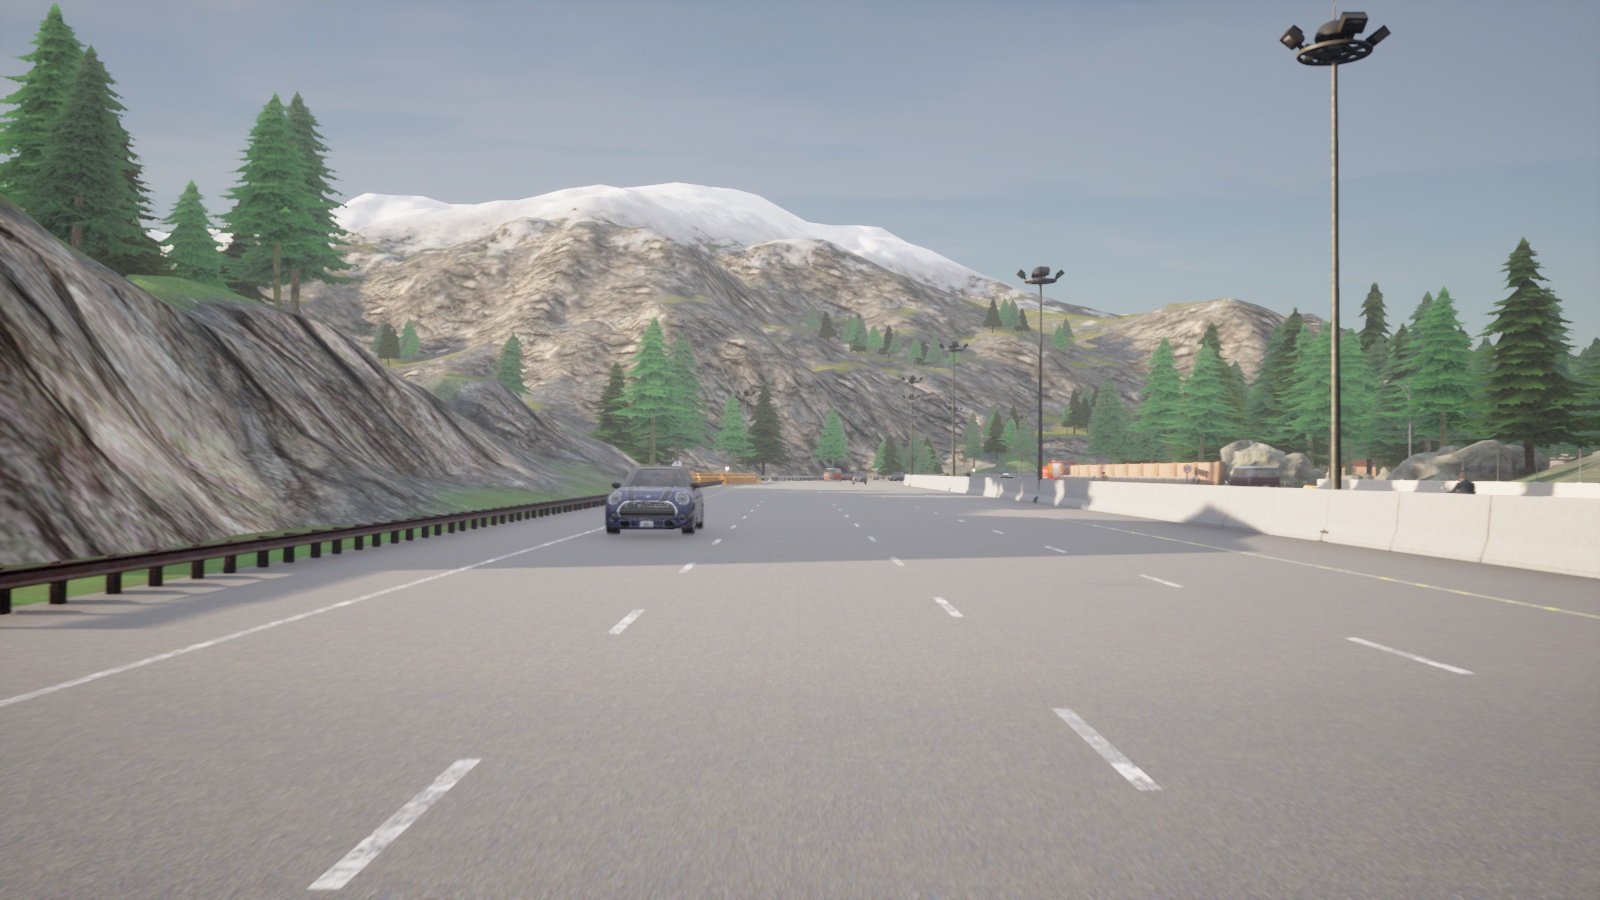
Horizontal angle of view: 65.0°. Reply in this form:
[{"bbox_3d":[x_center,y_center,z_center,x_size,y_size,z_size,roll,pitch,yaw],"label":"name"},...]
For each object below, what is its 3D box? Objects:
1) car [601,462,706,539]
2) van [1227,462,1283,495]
[{"bbox_3d":[-3.577,1.214,31.494,2.097,1.767,4.553,0,-1,0],"label":"car"},{"bbox_3d":[27.813,1.744,76.927,1.775,1.987,4.442,0,-1,0],"label":"van"}]
